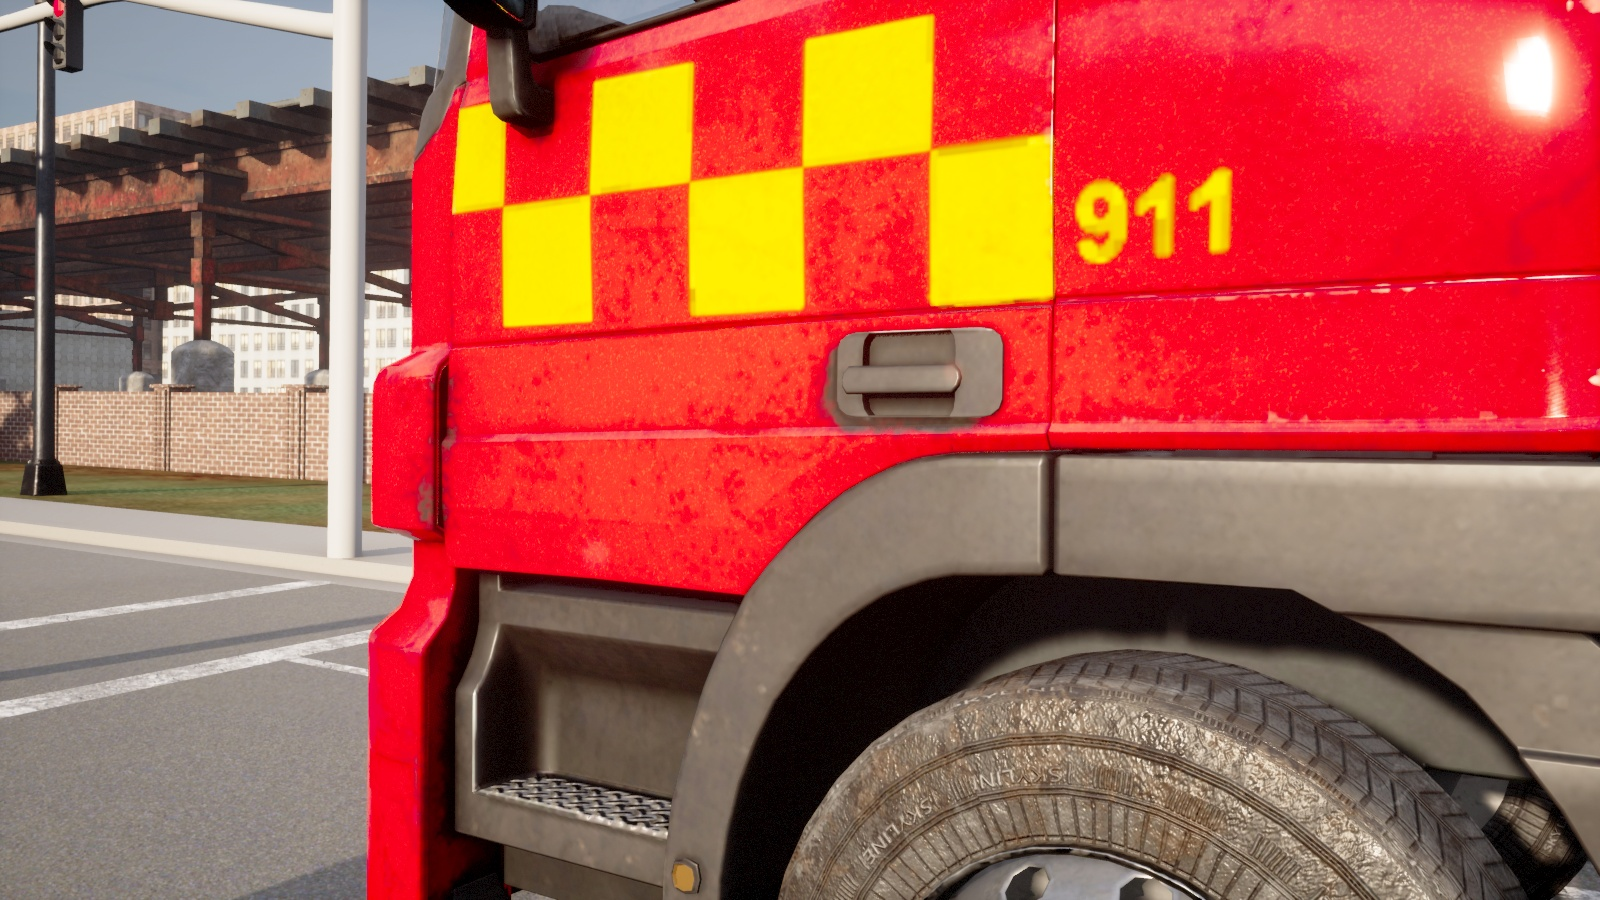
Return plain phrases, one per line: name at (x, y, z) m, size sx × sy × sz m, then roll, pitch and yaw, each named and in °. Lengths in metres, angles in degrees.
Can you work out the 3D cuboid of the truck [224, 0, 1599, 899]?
truck at (3.107, -0.482, 1.535) m, size 8.468 × 3.827 × 2.891 m, roll 0°, pitch 1°, yaw 34°
